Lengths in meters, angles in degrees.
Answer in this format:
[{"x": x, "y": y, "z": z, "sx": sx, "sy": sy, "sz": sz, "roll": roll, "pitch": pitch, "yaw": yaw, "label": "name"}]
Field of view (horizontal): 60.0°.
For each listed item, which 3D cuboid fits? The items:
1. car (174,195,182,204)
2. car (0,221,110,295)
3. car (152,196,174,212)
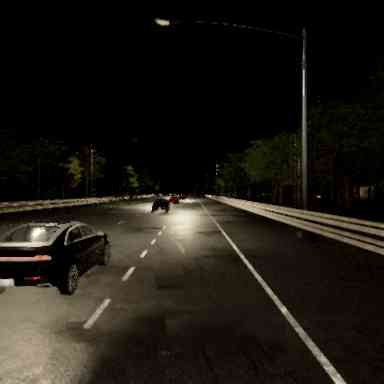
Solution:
[{"x": -3.431, "y": 1.585, "z": 63.553, "sx": 1.812, "sy": 1.442, "sz": 4.674, "roll": 0, "pitch": 0, "yaw": 0, "label": "car"}, {"x": -3.503, "y": 1.494, "z": 8.692, "sx": 2.128, "sy": 1.511, "sz": 4.902, "roll": 0, "pitch": 0, "yaw": 0, "label": "car"}, {"x": -3.497, "y": 1.530, "z": 38.411, "sx": 1.837, "sy": 1.490, "sz": 4.892, "roll": 0, "pitch": 0, "yaw": 0, "label": "car"}]
